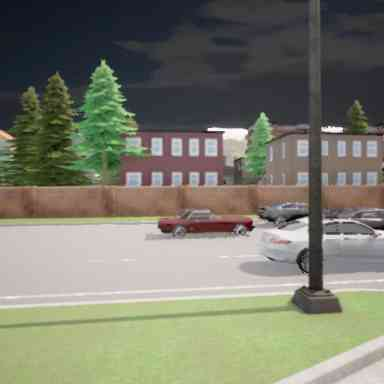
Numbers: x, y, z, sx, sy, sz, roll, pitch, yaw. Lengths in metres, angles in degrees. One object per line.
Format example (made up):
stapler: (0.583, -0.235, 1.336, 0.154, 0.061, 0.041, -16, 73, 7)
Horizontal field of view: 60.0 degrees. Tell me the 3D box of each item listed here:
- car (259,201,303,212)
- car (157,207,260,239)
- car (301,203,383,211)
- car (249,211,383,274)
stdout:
car: (6.474, 1.327, 20.638, 4.902, 1.511, 2.128, -1, 0, -7)
car: (0.642, 1.503, 16.347, 4.718, 1.301, 1.895, 0, 0, -7)
car: (7.392, 1.360, 13.699, 4.902, 1.511, 2.128, -1, 0, -7)
car: (4.282, 1.439, 9.764, 4.674, 1.442, 1.812, 0, 0, -7)
